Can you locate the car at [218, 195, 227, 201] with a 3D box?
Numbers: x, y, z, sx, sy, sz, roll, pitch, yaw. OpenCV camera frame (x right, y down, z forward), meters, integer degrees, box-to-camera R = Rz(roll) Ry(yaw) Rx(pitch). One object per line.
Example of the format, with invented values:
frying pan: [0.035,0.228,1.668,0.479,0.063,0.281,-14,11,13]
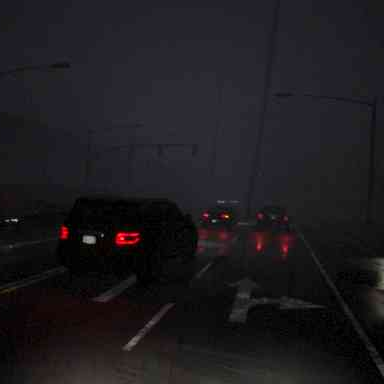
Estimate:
car: [8.357,1.645,91.564,2.128,1.511,4.902,3,1,14]

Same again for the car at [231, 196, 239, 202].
car: [11.747,1.852,90.716,1.994,1.385,4.181,3,1,14]

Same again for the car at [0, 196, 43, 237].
car: [-7.258,1.121,15.471,2.128,1.511,4.902,3,0,14]

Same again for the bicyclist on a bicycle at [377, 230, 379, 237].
bicyclist on a bicycle: [11.314,1.921,18.627,1.656,1.620,0.582,3,0,22]

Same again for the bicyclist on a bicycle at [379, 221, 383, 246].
bicyclist on a bicycle: [9.438,1.817,15.631,0.582,1.620,1.656,3,0,20]

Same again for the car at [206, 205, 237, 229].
car: [1.995,1.654,22.850,1.812,1.442,4.674,3,0,15]

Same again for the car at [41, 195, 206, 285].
car: [-1.436,1.153,9.622,2.150,2.045,5.566,3,0,16]

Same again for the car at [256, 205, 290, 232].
car: [5.641,1.675,23.017,2.097,1.767,4.553,3,0,14]

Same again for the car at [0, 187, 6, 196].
car: [-10.964,0.653,15.030,2.150,2.045,5.566,3,0,14]
